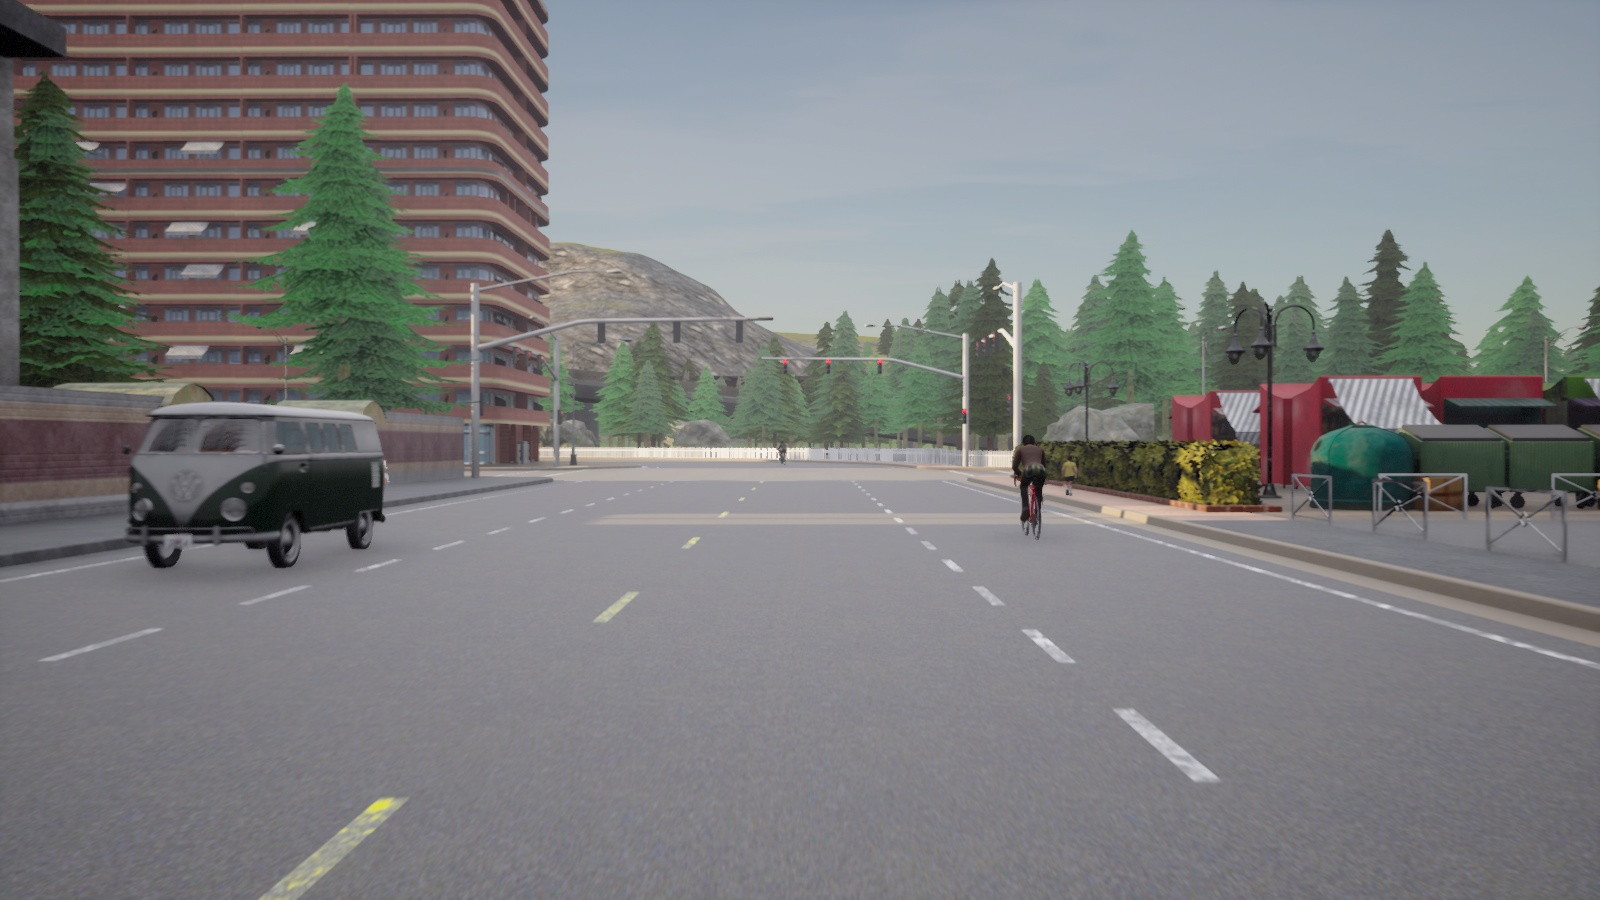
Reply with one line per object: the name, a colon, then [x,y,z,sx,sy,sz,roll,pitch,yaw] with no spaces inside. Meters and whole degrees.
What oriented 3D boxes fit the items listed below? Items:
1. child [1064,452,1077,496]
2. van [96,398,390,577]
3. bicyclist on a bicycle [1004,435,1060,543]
child: [6.818,0.608,31.712,0.255,1.110,0.394,0,0,2]
van: [-6.893,0.403,16.118,1.775,1.987,4.442,0,0,0]
bicyclist on a bicycle: [3.628,0.591,19.748,0.582,1.620,1.656,0,0,0]
